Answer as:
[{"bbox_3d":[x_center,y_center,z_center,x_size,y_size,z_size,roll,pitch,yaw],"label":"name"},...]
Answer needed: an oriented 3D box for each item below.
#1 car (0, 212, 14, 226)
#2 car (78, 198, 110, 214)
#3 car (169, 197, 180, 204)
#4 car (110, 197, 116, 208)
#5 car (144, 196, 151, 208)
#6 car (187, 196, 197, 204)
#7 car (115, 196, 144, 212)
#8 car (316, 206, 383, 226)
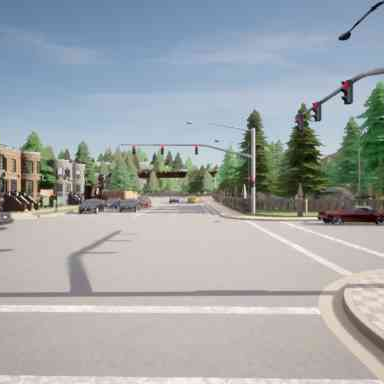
[{"bbox_3d":[-13.601,1.548,19.807,5.357,1.411,2.033,0,0,0],"label":"car"},{"bbox_3d":[-10.595,1.505,35.564,1.837,1.490,4.892,0,0,0],"label":"car"},{"bbox_3d":[-3.437,1.601,65.254,1.895,1.301,4.718,0,0,0],"label":"car"},{"bbox_3d":[-10.597,1.491,44.980,2.128,1.511,4.902,0,0,0],"label":"car"},{"bbox_3d":[-7.082,1.352,47.478,2.097,1.767,4.553,0,0,0],"label":"car"},{"bbox_3d":[0.063,1.477,64.966,1.882,1.535,5.008,0,0,0],"label":"car"},{"bbox_3d":[-7.085,1.505,38.277,1.837,1.490,4.892,0,0,0],"label":"car"},{"bbox_3d":[11.176,1.601,22.934,4.718,1.301,1.895,0,0,2],"label":"car"}]
